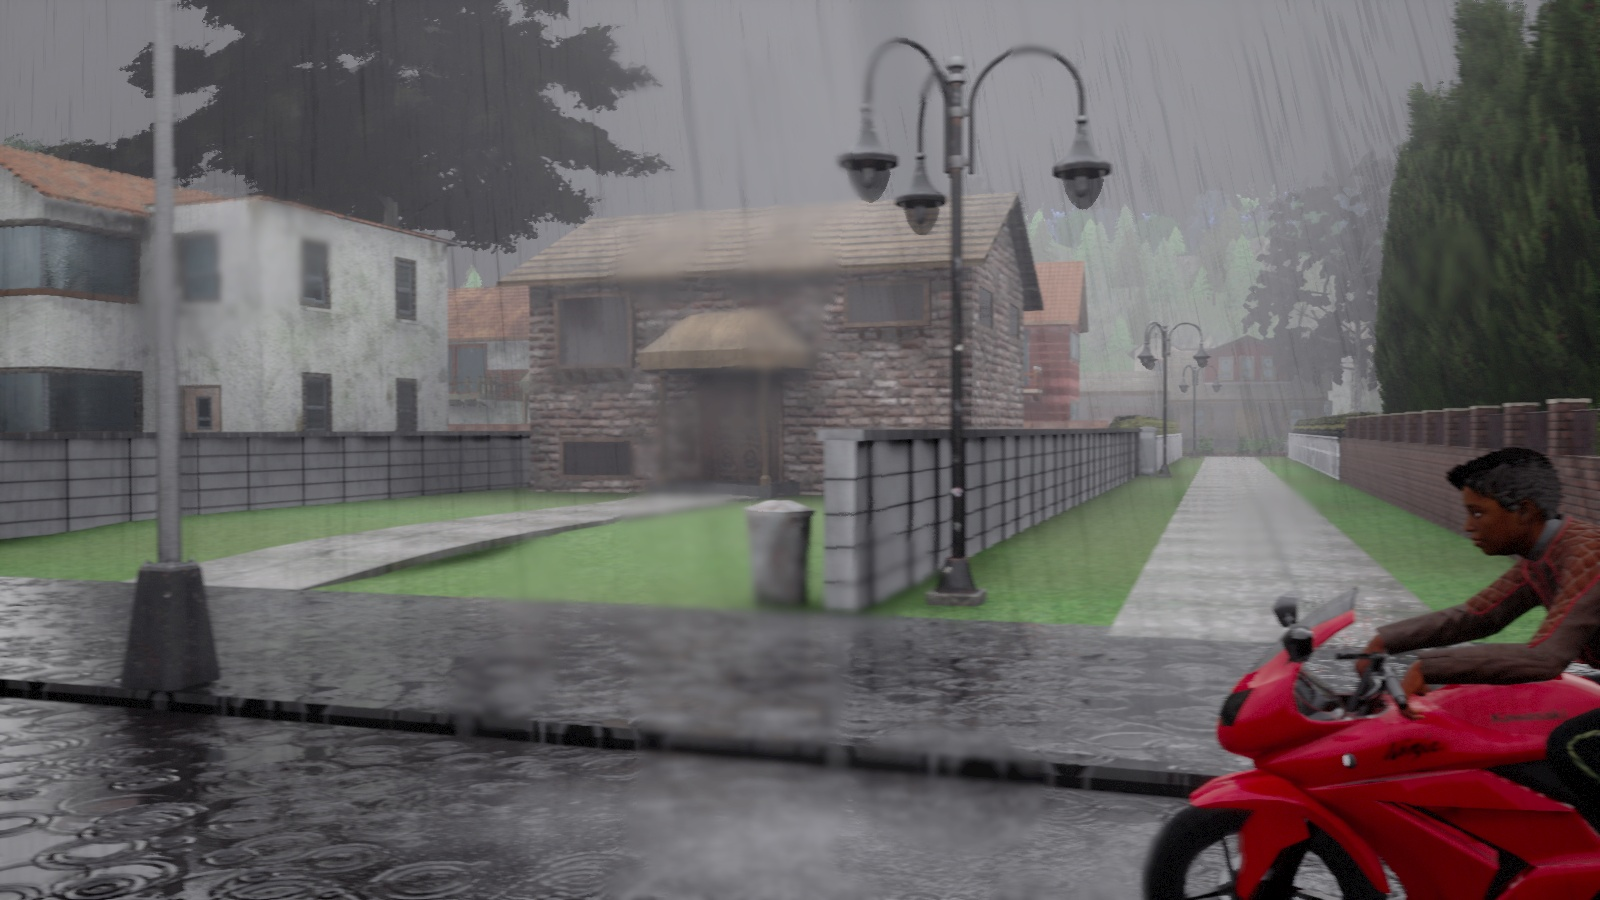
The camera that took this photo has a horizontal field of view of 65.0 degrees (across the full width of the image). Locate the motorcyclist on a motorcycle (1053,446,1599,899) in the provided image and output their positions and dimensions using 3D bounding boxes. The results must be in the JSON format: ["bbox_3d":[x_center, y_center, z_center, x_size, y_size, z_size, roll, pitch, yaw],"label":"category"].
[{"bbox_3d":[1.720,0.765,3.143,2.044,1.523,0.797,1,1,19],"label":"motorcyclist on a motorcycle"}]
